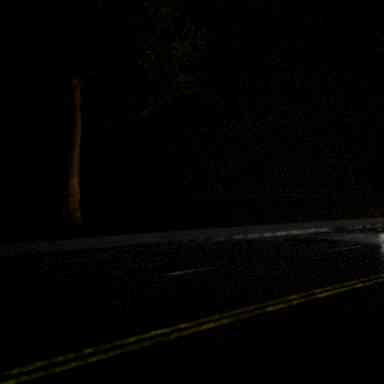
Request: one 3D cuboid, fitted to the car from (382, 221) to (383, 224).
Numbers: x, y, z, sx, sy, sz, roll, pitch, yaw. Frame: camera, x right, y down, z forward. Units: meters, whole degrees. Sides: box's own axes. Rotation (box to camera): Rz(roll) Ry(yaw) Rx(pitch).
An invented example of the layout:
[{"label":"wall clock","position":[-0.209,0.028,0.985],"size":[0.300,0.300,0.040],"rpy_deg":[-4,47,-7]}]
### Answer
[{"label":"car","position":[12.865,1.521,18.498],"size":[4.718,1.301,1.895],"rpy_deg":[0,0,-26]}]
